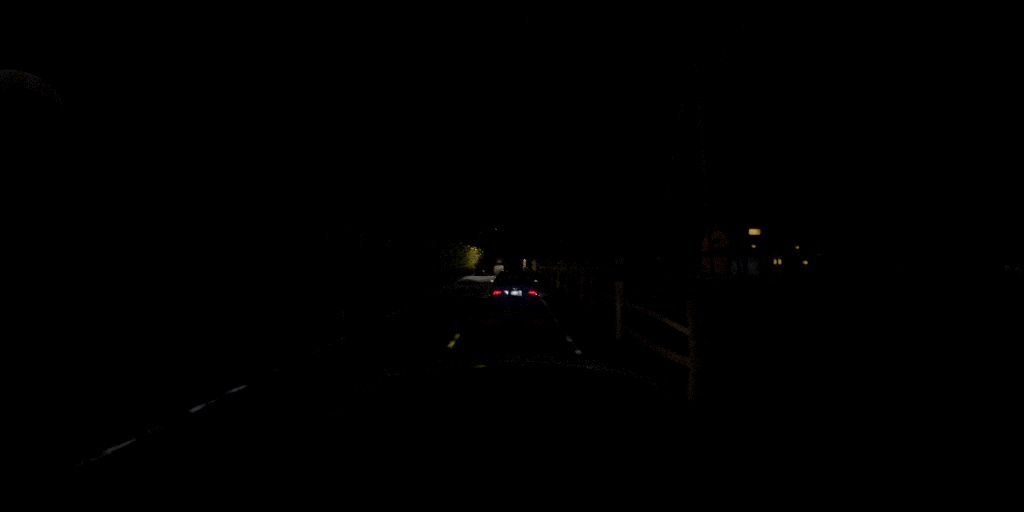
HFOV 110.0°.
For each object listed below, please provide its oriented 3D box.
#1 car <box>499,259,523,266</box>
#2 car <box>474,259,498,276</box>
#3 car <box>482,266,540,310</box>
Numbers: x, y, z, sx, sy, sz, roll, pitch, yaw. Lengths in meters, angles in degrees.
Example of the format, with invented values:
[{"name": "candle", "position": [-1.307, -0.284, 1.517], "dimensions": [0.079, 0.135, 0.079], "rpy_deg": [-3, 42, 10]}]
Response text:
[{"name": "car", "position": [0.097, 1.277, 35.020], "dimensions": [2.128, 1.511, 4.902], "rpy_deg": [0, 0, 0]}, {"name": "car", "position": [-2.846, 1.295, 38.277], "dimensions": [1.837, 1.490, 4.892], "rpy_deg": [0, 0, 0]}, {"name": "car", "position": [0.079, 1.306, 14.606], "dimensions": [2.033, 1.411, 5.357], "rpy_deg": [0, 0, 0]}]
